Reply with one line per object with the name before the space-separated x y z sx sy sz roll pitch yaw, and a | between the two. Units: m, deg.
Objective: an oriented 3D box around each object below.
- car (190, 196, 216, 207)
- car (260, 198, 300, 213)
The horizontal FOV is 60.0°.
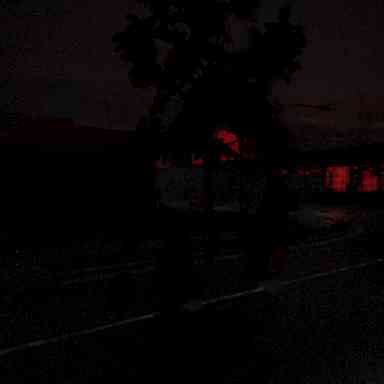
car | 1.630 1.381 50.396 2.097 1.767 4.553 0 0 -34
car | 9.941 1.508 37.899 1.882 1.535 5.008 0 0 -34
